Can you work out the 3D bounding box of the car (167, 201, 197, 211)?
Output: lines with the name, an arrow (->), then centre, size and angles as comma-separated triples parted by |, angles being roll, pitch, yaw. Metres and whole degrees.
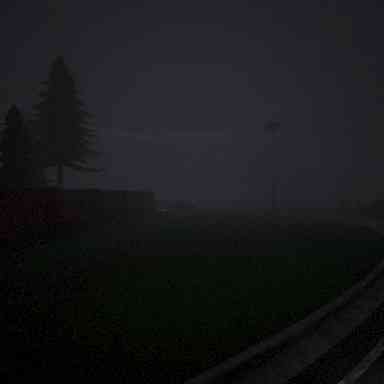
car -> -1.429, 1.899, 46.918 | 4.181, 1.385, 1.994 | 0, 0, 16
